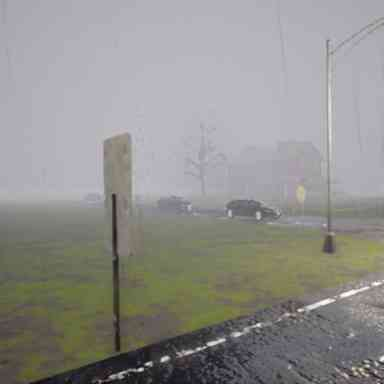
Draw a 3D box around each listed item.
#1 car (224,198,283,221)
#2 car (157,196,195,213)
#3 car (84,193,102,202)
[{"bbox_3d":[4.403,1.208,24.305,1.837,1.490,4.892,-1,1,-35],"label":"car"},{"bbox_3d":[-1.624,1.168,32.823,2.128,1.511,4.902,-1,1,-35],"label":"car"},{"bbox_3d":[-18.402,0.911,61.634,2.097,1.767,4.553,-1,1,-35],"label":"car"}]
